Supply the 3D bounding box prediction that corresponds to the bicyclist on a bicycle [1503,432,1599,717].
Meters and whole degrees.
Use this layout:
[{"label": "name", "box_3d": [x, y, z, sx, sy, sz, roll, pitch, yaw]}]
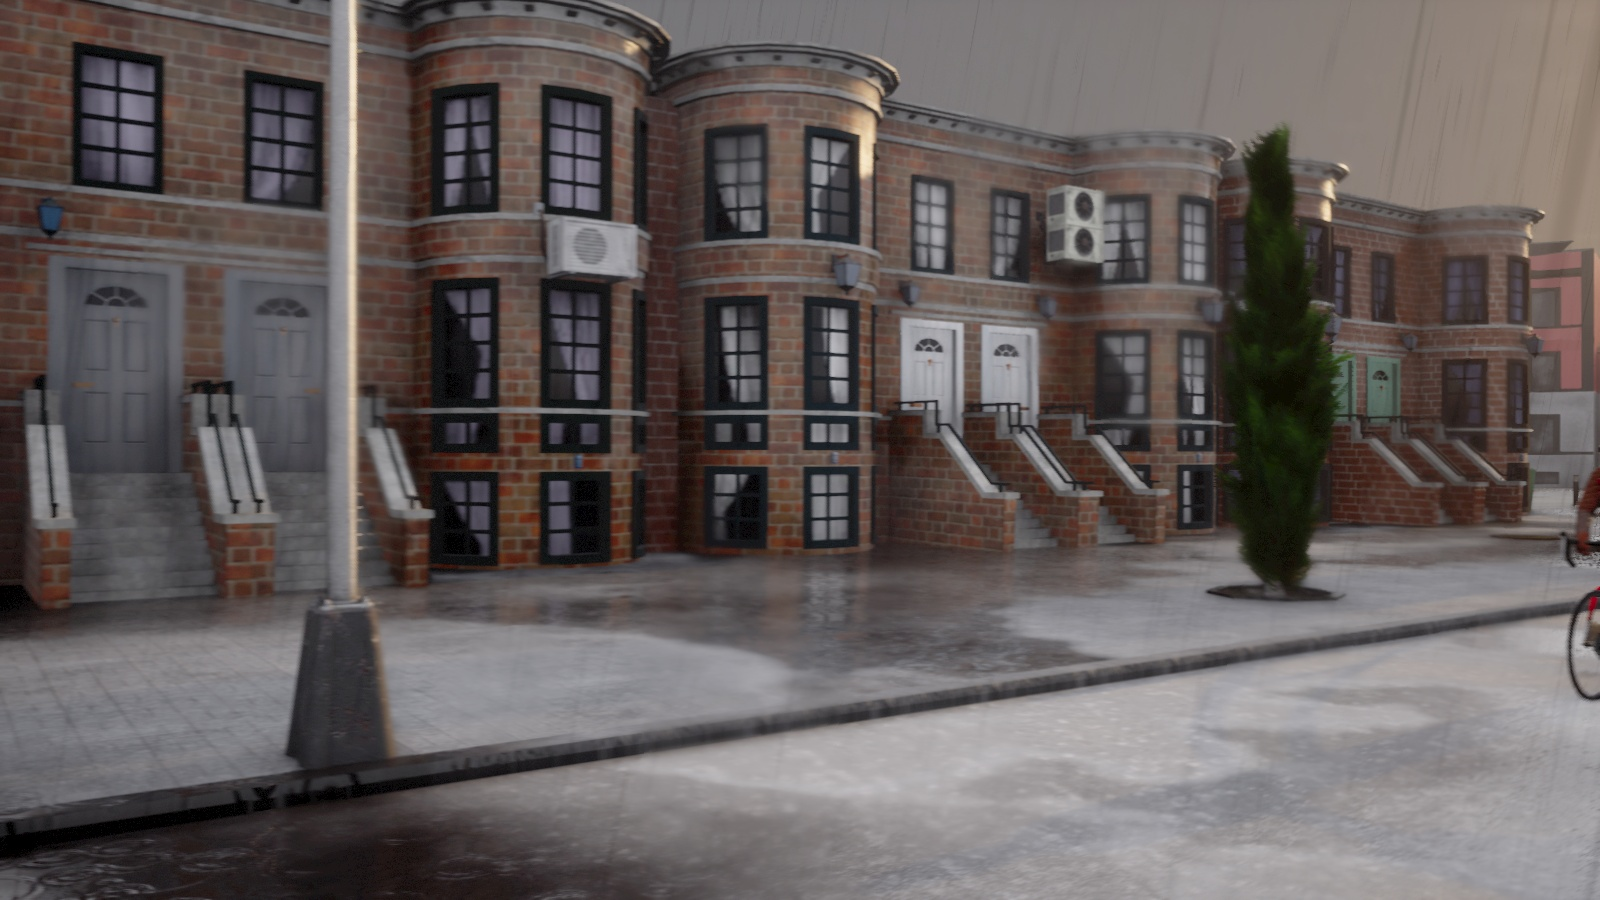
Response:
[{"label": "bicyclist on a bicycle", "box_3d": [5.097, 0.706, 7.816, 1.656, 1.620, 0.582, 0, 0, -35]}]
